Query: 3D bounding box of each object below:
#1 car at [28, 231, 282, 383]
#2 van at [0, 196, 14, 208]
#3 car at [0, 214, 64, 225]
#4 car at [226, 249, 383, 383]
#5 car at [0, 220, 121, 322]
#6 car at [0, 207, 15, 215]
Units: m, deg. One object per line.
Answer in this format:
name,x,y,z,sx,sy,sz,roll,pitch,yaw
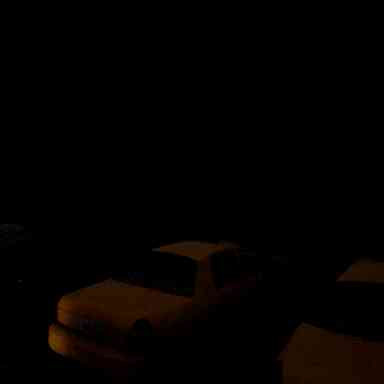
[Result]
car,0.349,1.466,5.739,1.946,1.575,5.366,0,0,36
van,-8.917,1.119,11.966,1.878,1.987,4.442,1,1,35
car,-4.401,1.456,8.903,2.002,1.452,4.674,1,1,35
car,2.625,1.478,4.116,1.946,1.575,5.366,0,0,36
car,-2.015,1.478,7.233,2.163,1.488,4.792,1,0,36
car,-6.668,1.419,10.521,2.002,1.452,4.674,1,1,36
